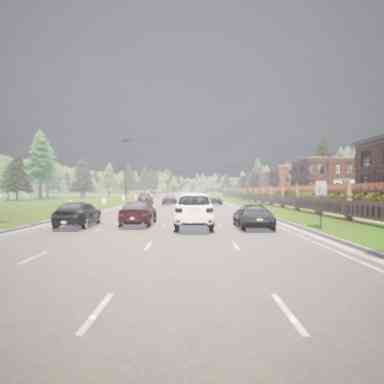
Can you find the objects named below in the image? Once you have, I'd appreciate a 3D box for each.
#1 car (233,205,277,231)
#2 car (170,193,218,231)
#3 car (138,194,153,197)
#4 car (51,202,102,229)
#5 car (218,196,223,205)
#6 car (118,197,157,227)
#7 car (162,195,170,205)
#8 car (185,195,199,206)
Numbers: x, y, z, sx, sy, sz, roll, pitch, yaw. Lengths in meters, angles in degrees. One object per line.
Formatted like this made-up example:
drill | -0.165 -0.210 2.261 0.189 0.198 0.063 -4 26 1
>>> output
car | 3.608 1.434 19.702 1.994 1.385 4.181 0 0 0
car | 0.110 1.093 19.477 2.150 2.045 5.566 0 0 0
car | -6.981 1.025 49.814 2.097 1.767 4.553 0 0 0
car | -6.892 1.372 20.279 1.837 1.490 4.892 0 0 0
car | 3.519 1.274 49.875 1.895 1.301 4.718 0 0 0
car | -3.392 1.337 21.333 1.882 1.535 5.008 0 0 0
car | -3.478 1.197 50.132 1.812 1.442 4.674 0 1 0
car | 0.018 1.225 49.302 2.033 1.411 5.357 0 0 0
